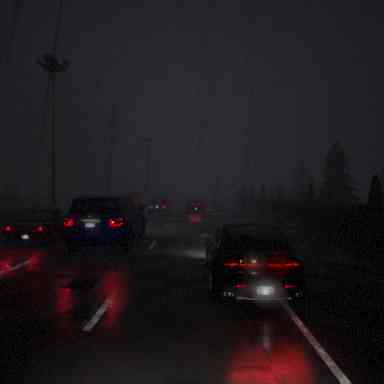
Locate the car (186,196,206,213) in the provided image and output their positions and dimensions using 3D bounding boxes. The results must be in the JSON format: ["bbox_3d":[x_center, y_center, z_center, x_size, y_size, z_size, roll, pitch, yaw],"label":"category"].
[{"bbox_3d":[0.400,1.334,34.280,1.837,1.490,4.892,0,1,1],"label":"car"}]

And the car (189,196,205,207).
[{"bbox_3d":[0.796,1.288,46.107,1.812,1.442,4.674,0,0,6],"label":"car"}]

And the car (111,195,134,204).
[{"bbox_3d":[-11.926,1.270,57.346,2.033,1.411,5.357,0,0,11],"label":"car"}]

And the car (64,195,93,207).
[{"bbox_3d":[-16.584,1.259,48.769,2.128,1.511,4.902,0,0,6],"label":"car"}]

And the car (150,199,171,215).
[{"bbox_3d":[-3.082,1.387,32.119,2.033,1.411,5.357,0,0,1],"label":"car"}]

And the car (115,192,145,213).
[{"bbox_3d":[-6.541,1.041,35.805,2.150,2.045,5.566,0,0,1],"label":"car"}]

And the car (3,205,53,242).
[{"bbox_3d":[-6.744,1.520,15.767,1.895,1.301,4.718,0,0,1],"label":"car"}]

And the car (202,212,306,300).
[{"bbox_3d":[1.307,1.459,8.229,1.837,1.490,4.892,0,0,1],"label":"car"}]

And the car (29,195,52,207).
[{"bbox_3d":[-20.347,1.262,45.509,1.882,1.535,5.008,0,0,4],"label":"car"}]

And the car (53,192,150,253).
[{"bbox_3d":[-3.268,1.151,13.432,2.150,2.045,5.566,0,0,1],"label":"car"}]
